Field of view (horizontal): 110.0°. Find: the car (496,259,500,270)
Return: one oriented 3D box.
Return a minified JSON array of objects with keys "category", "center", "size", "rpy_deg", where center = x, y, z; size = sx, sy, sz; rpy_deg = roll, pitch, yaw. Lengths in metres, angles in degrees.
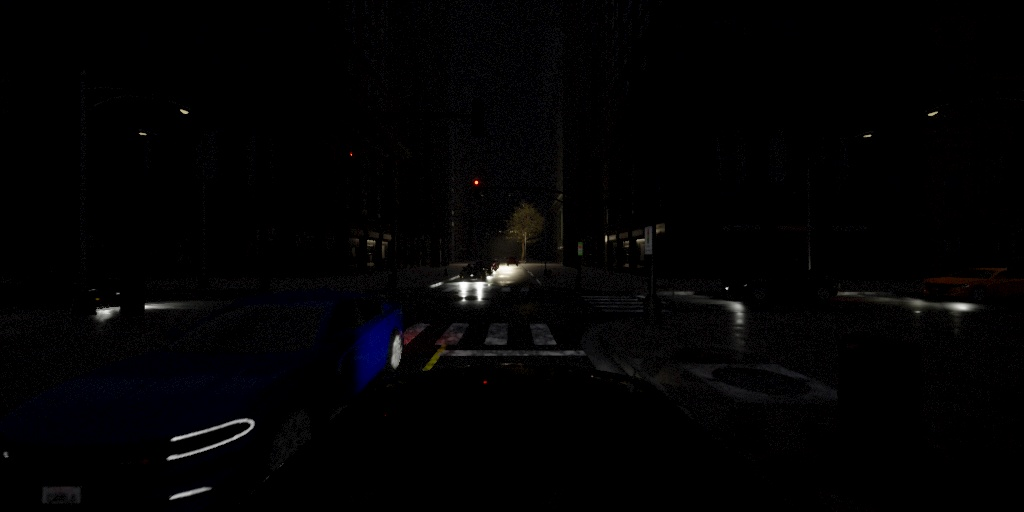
[{"category":"car","center":[-3.075,1.115,48.280],"size":[2.097,1.767,4.553],"rpy_deg":[0,0,0]}]

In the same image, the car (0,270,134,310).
[{"category":"car","center":[-17.084,1.257,13.791],"size":[4.181,1.385,1.994],"rpy_deg":[0,0,0]}]

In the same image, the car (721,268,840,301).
[{"category":"car","center":[12.590,1.297,16.969],"size":[4.892,1.490,1.837],"rpy_deg":[0,0,0]}]

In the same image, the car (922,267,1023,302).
[{"category":"car","center":[22.545,1.299,16.960],"size":[5.008,1.535,1.882],"rpy_deg":[0,0,0]}]

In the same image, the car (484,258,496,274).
[{"category":"car","center":[-3.089,1.231,38.634],"size":[1.882,1.535,5.008],"rpy_deg":[0,0,0]}]

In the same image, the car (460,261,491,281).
[{"category":"car","center":[-3.092,1.314,29.564],"size":[1.994,1.385,4.181],"rpy_deg":[0,0,0]}]

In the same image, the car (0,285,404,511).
[{"category":"car","center":[-2.891,1.228,4.748],"size":[1.882,1.535,5.008],"rpy_deg":[1,0,-2]}]
